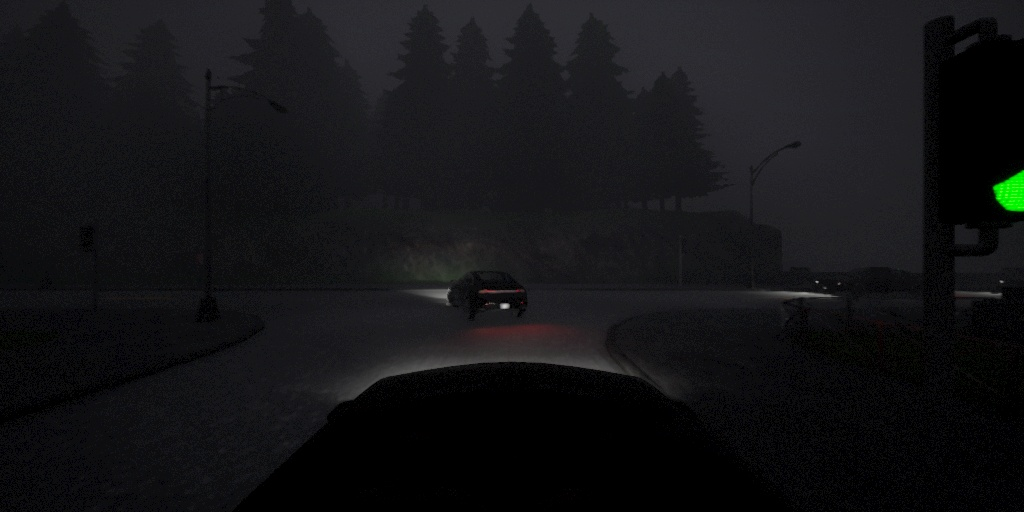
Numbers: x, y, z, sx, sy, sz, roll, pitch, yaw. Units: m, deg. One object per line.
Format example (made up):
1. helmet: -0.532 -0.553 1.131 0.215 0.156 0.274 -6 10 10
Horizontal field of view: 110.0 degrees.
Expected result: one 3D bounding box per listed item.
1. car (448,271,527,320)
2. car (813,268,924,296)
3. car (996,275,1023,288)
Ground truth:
1. car: -1.022 1.264 12.856 2.128 1.511 4.902 1 0 -19
2. car: 19.480 1.334 19.271 5.357 1.411 2.033 0 0 0
3. car: 29.779 1.334 19.270 5.357 1.411 2.033 0 0 0
